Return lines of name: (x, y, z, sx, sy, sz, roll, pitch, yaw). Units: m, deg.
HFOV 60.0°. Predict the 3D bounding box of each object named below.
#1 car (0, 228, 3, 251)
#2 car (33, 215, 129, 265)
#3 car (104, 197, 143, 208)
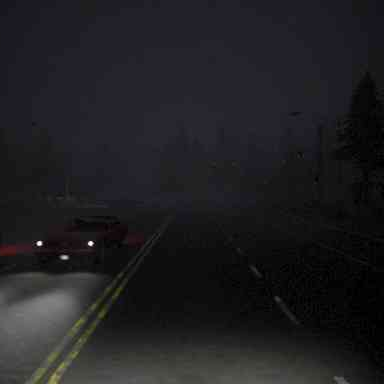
car: (-7.066, 1.436, 8.874, 1.837, 1.490, 4.892, 0, 0, 0)
car: (-3.553, 1.511, 11.511, 1.895, 1.301, 4.718, 0, 0, 1)
car: (-8.402, 1.251, 40.515, 4.718, 1.301, 1.895, 1, 1, 30)
